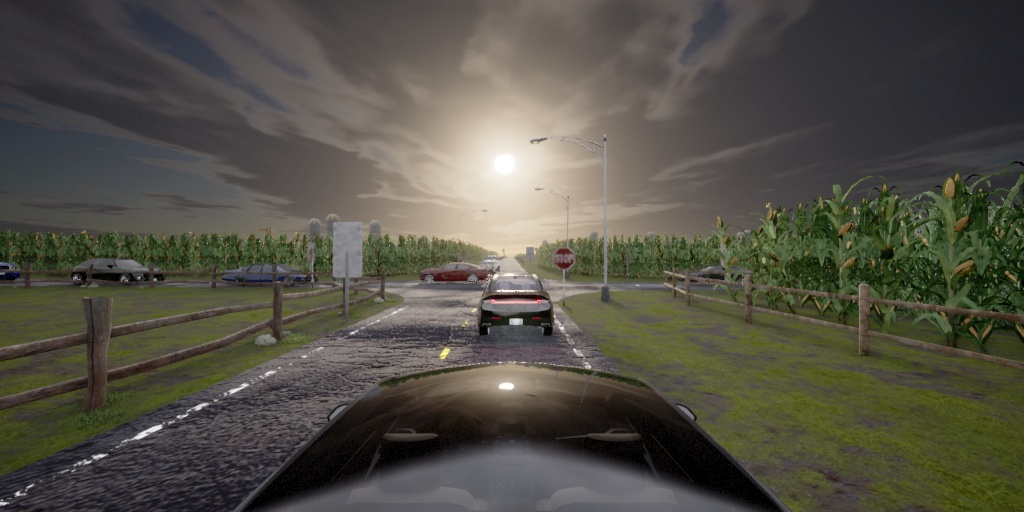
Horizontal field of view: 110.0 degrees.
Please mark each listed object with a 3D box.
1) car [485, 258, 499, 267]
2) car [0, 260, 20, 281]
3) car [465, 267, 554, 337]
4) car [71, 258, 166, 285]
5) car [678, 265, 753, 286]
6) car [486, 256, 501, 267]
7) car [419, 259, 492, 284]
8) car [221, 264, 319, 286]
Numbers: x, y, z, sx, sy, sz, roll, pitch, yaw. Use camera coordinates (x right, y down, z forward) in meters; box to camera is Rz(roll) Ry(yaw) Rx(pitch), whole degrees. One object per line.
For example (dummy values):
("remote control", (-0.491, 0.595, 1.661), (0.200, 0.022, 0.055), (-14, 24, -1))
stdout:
("car", (-2.879, 1.287, 40.831), (2.033, 1.411, 5.357), (0, 0, 0))
("car", (-35.981, 0.764, 23.448), (5.566, 2.045, 2.150), (0, -1, 1))
("car", (0.092, 1.242, 10.361), (2.128, 1.511, 4.902), (0, 0, 0))
("car", (-25.483, 0.948, 23.347), (4.553, 1.767, 2.097), (0, -1, 1))
("car", (14.646, 1.370, 25.931), (4.892, 1.490, 1.837), (0, -1, 0))
("car", (-2.874, 0.955, 51.092), (2.150, 2.045, 5.566), (0, 0, 1))
("car", (-4.180, 1.216, 26.087), (5.008, 1.535, 1.882), (0, 0, 1))
("car", (-15.619, 1.198, 23.282), (5.357, 1.411, 2.033), (0, -1, -1))
